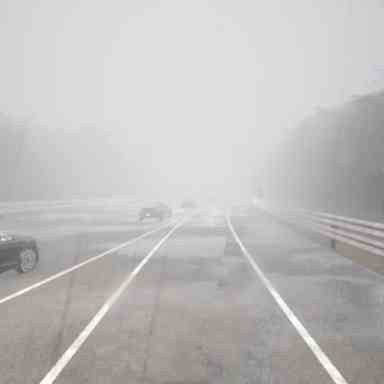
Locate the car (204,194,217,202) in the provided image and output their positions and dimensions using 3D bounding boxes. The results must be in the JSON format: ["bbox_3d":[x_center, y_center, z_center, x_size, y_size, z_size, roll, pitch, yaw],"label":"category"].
[{"bbox_3d":[3.663,1.453,73.382,2.128,1.511,4.902,0,0,8],"label":"car"}]

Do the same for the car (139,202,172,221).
[{"bbox_3d":[-2.891,1.511,26.671,1.812,1.442,4.674,0,0,8],"label":"car"}]

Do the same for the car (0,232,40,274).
[{"bbox_3d":[-5.553,1.488,7.745,2.128,1.511,4.902,0,0,8],"label":"car"}]

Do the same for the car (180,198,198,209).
[{"bbox_3d":[-0.388,1.490,44.511,1.812,1.442,4.674,0,0,8],"label":"car"}]
